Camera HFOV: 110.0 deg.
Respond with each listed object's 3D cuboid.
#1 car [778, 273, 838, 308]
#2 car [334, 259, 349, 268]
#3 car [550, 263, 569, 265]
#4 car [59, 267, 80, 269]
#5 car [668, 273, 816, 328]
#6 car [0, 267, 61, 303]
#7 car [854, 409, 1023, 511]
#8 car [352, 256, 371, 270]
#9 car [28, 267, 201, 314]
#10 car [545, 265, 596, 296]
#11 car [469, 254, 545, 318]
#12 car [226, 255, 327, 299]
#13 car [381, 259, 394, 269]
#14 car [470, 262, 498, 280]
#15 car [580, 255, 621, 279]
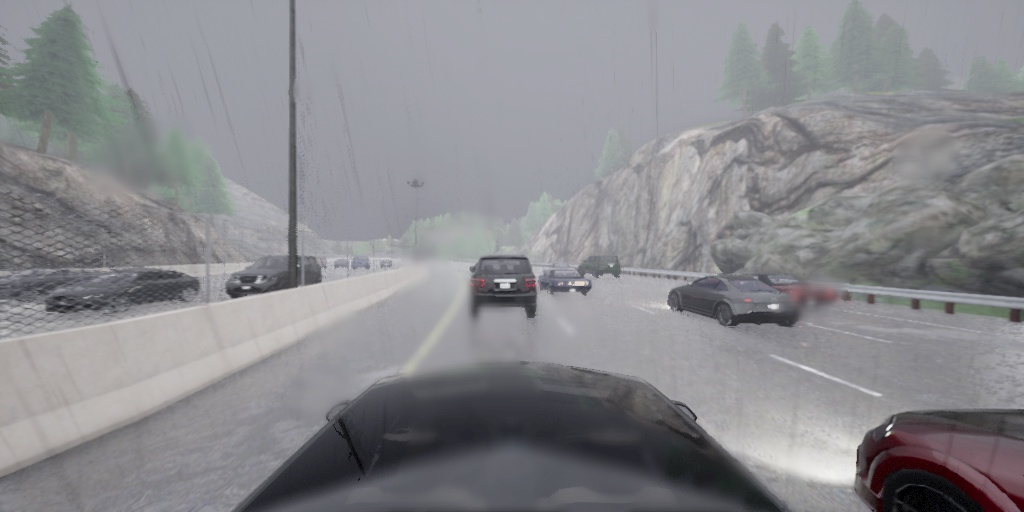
[{"bbox_3d":[10.051,1.316,14.464,1.895,1.301,4.718,0,0,-4],"label":"car"},{"bbox_3d":[-27.974,1.253,58.939,1.837,1.490,4.892,0,0,-19],"label":"car"},{"bbox_3d":[4.282,1.308,33.162,1.895,1.301,4.718,0,0,-10],"label":"car"},{"bbox_3d":[-18.518,1.299,17.652,1.812,1.442,4.674,0,0,-6],"label":"car"},{"bbox_3d":[6.713,1.289,11.349,1.994,1.385,4.181,0,0,-3],"label":"car"},{"bbox_3d":[-21.955,1.273,16.893,2.128,1.511,4.902,0,0,-6],"label":"car"},{"bbox_3d":[3.509,1.307,0.873,1.994,1.385,4.181,0,0,0],"label":"car"},{"bbox_3d":[-22.440,0.965,53.563,2.150,2.045,5.566,0,0,-17],"label":"car"},{"bbox_3d":[-14.680,1.274,13.976,1.837,1.490,4.892,0,0,-5],"label":"car"},{"bbox_3d":[2.647,1.327,19.066,1.895,1.301,4.718,0,0,-5],"label":"car"},{"bbox_3d":[-0.379,0.961,13.178,2.150,2.045,5.566,0,0,-4],"label":"car"},{"bbox_3d":[-11.490,0.979,17.905,2.150,2.045,5.566,0,0,-6],"label":"car"},{"bbox_3d":[-20.299,1.226,58.200,2.128,1.511,4.902,0,0,-18],"label":"car"},{"bbox_3d":[-2.570,1.271,31.839,2.033,1.411,5.357,0,0,-10],"label":"car"},{"bbox_3d":[7.916,0.922,32.660,2.150,2.045,5.566,0,0,-9],"label":"car"}]
